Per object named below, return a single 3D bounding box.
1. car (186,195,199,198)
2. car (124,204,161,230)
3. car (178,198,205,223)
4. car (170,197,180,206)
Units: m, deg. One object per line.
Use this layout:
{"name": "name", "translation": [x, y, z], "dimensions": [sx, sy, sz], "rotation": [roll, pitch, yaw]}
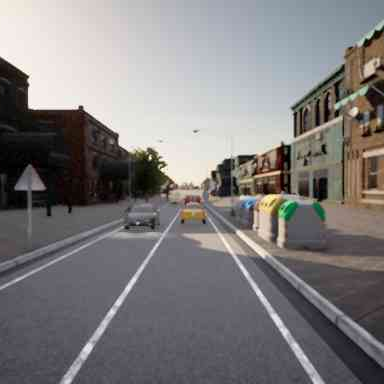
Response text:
{"name": "car", "translation": [0.094, 1.374, 43.888], "dimensions": [2.150, 2.045, 5.566], "rotation": [0, 0, 0]}
{"name": "car", "translation": [-3.094, 1.551, 21.399], "dimensions": [1.837, 1.490, 4.892], "rotation": [0, 0, 0]}
{"name": "car", "translation": [0.105, 1.517, 26.250], "dimensions": [1.801, 1.575, 5.366], "rotation": [0, 0, 0]}
{"name": "car", "translation": [-3.013, 1.759, 62.512], "dimensions": [1.882, 1.535, 5.008], "rotation": [0, 0, 1]}
